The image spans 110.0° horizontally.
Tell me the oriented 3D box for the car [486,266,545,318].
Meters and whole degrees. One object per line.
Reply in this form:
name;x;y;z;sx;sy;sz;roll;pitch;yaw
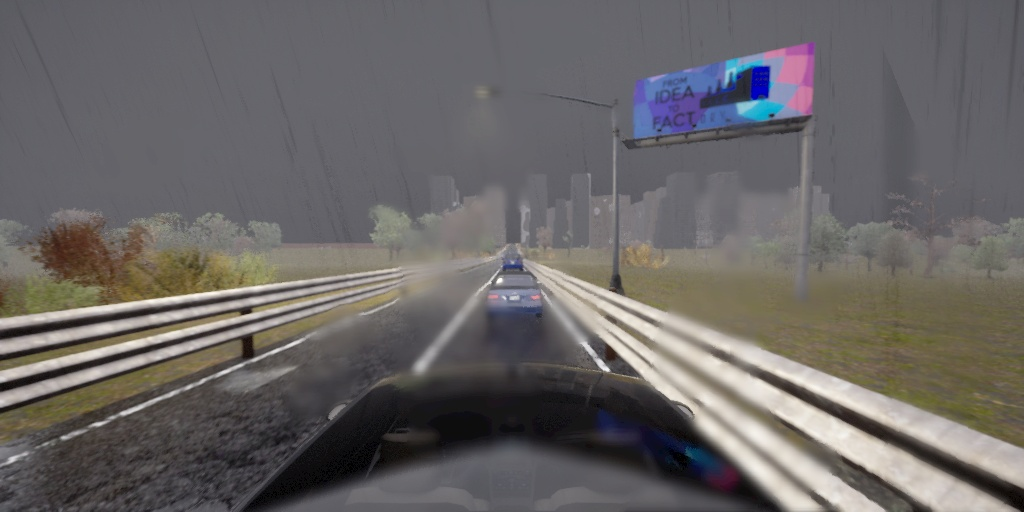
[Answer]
car;0.099;1.235;12.638;2.033;1.411;5.357;0;0;0

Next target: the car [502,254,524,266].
car;0.096;0.755;39.397;2.150;2.045;5.566;0;0;0
